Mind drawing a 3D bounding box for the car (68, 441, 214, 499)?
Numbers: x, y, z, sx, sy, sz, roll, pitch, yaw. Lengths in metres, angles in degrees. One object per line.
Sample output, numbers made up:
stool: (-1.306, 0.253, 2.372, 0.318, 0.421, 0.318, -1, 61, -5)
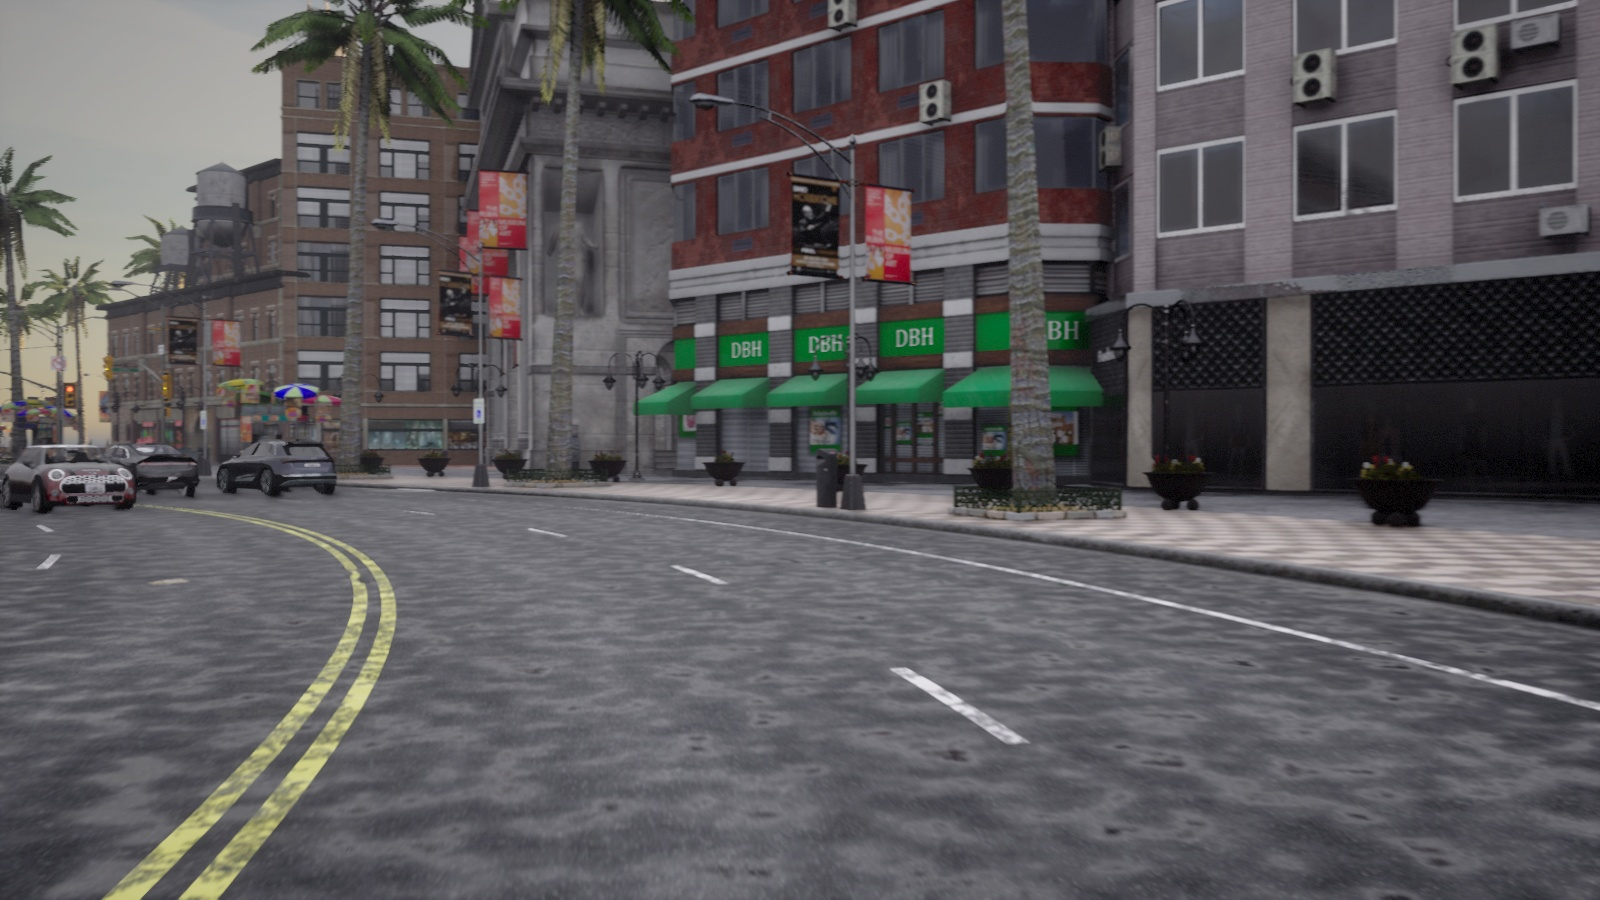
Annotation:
car: (-18.528, 0.500, 35.209, 4.902, 1.511, 2.128, 0, 0, 43)

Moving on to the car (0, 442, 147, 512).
car: (-16.513, 0.548, 28.476, 3.806, 1.475, 1.970, 0, 0, 45)

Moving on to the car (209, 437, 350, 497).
car: (-15.429, 0.462, 37.107, 4.856, 1.649, 2.033, 0, 0, 43)
